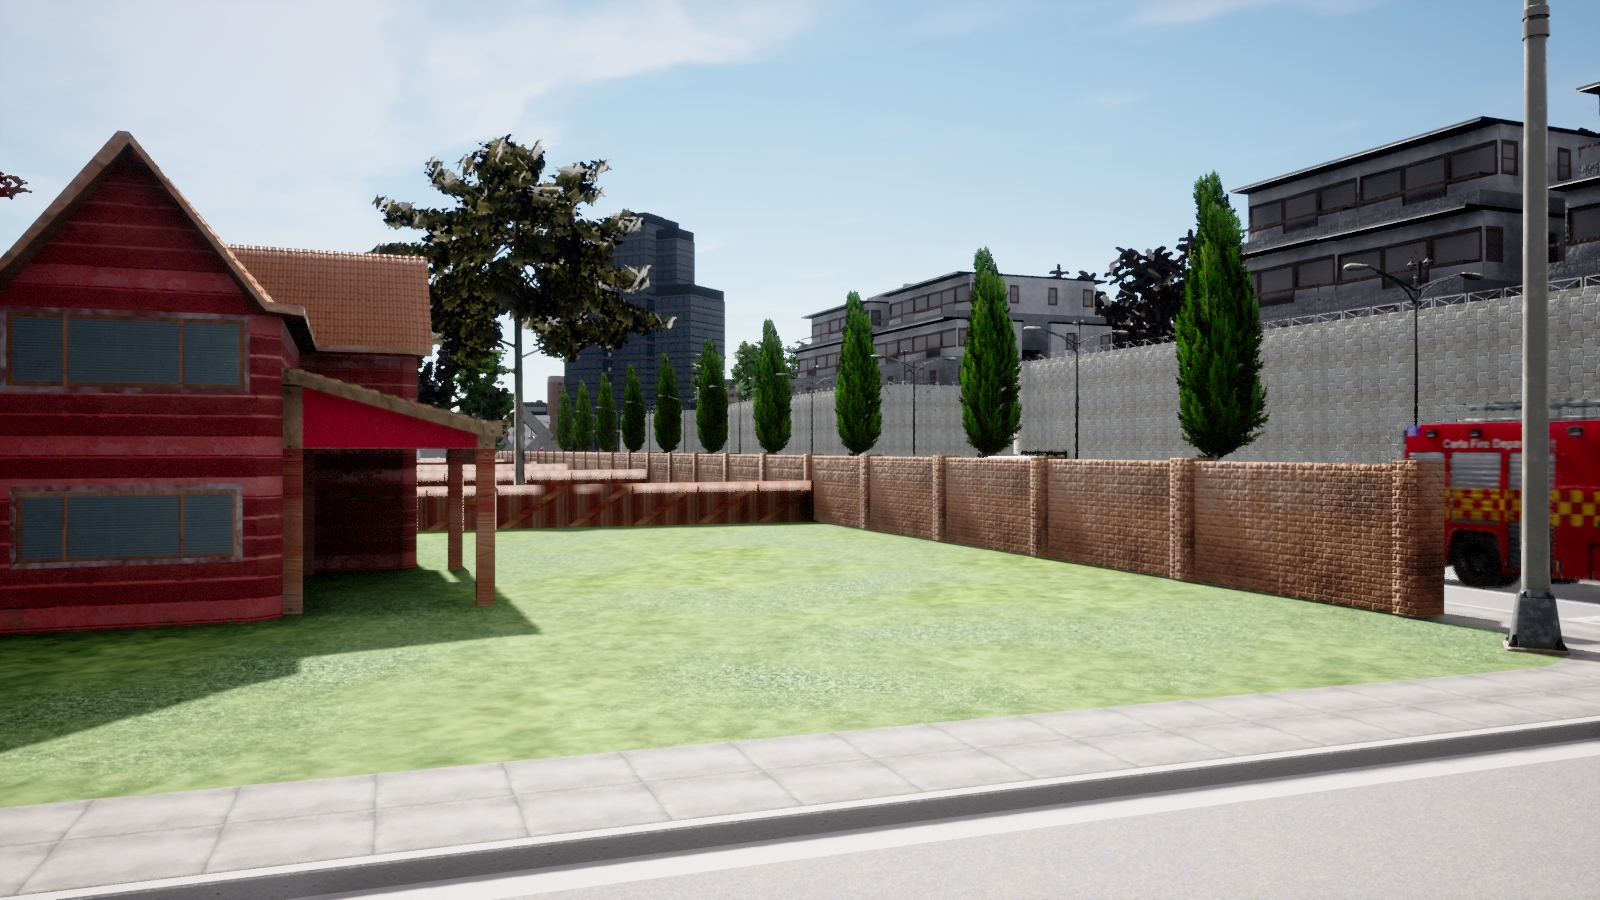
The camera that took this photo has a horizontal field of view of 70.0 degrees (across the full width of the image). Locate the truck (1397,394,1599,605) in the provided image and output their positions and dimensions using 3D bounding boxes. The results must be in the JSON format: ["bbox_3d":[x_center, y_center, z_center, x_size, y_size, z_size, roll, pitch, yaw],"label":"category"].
[{"bbox_3d":[15.807,0.890,21.354,2.891,3.827,8.468,0,0,-21],"label":"truck"}]
